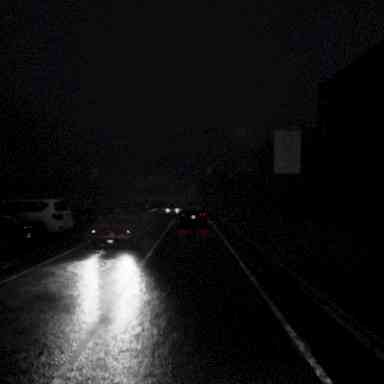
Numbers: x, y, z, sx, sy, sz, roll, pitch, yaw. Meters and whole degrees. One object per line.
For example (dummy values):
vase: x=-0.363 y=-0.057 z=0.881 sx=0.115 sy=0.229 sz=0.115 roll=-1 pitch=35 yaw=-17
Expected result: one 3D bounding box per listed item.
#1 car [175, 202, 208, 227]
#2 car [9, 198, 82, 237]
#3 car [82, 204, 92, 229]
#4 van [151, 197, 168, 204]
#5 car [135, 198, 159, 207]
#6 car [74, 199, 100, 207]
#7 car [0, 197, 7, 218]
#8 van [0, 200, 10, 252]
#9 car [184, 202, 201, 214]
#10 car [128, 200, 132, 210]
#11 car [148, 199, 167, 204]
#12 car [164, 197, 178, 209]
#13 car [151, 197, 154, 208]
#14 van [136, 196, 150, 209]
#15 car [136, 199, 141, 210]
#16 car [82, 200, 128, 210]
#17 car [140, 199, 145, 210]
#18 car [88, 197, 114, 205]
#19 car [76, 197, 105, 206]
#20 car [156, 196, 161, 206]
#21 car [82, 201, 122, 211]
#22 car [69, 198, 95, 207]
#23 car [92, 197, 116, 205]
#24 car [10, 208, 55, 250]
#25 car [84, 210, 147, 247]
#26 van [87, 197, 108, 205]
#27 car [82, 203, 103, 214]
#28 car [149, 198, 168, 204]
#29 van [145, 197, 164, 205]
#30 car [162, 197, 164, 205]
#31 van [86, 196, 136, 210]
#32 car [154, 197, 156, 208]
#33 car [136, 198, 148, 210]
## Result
car: x=0.094 y=1.732 z=24.564 sx=2.163 sy=1.488 sz=4.792 roll=0 pitch=-1 yaw=0
car: x=-8.891 y=1.369 z=16.835 sx=5.566 sy=2.045 sz=2.435 roll=0 pitch=-1 yaw=0
car: x=-8.863 y=1.647 z=19.640 sx=4.892 sy=1.521 sz=2.231 roll=0 pitch=-1 yaw=0
van: x=-9.098 y=2.265 z=92.521 sx=4.442 sy=1.987 sz=1.878 roll=0 pitch=0 yaw=0
car: x=-8.973 y=2.094 z=67.286 sx=4.553 sy=1.767 sz=2.185 roll=0 pitch=-1 yaw=0
car: x=-21.997 y=2.279 z=69.586 sx=4.792 sy=1.488 sz=2.163 roll=0 pitch=-1 yaw=0
car: x=-21.940 y=1.548 z=33.265 sx=5.566 sy=2.045 sz=2.435 roll=0 pitch=-1 yaw=0
van: x=-8.971 y=1.343 z=11.228 sx=4.442 sy=1.987 sz=1.878 roll=0 pitch=-1 yaw=0
car: x=0.091 y=1.982 z=42.238 sx=2.033 sy=1.411 sz=5.357 roll=0 pitch=-1 yaw=0
car: x=-8.918 y=1.832 z=33.647 sx=4.792 sy=1.488 sz=2.163 roll=0 pitch=-1 yaw=0
car: x=-8.970 y=2.489 z=86.909 sx=4.674 sy=1.452 sz=2.002 roll=0 pitch=-1 yaw=0
car: x=-3.308 y=2.105 z=58.012 sx=1.882 sy=1.535 sz=5.008 roll=0 pitch=-1 yaw=1
car: x=-8.889 y=1.920 z=53.271 sx=4.553 sy=1.767 sz=2.185 roll=0 pitch=-1 yaw=0
van: x=-8.795 y=1.750 z=47.666 sx=4.442 sy=1.987 sz=1.878 roll=0 pitch=-1 yaw=0
car: x=-8.869 y=1.901 z=39.254 sx=4.792 sy=1.488 sz=2.163 roll=0 pitch=-1 yaw=0
car: x=-9.070 y=1.765 z=30.845 sx=5.366 sy=1.575 sz=1.946 roll=0 pitch=-1 yaw=0
car: x=-8.873 y=1.936 z=42.057 sx=4.792 sy=1.488 sz=2.163 roll=0 pitch=-1 yaw=0
car: x=-22.071 y=2.136 z=80.691 sx=5.566 sy=2.045 sz=2.435 roll=0 pitch=-1 yaw=0
car: x=-22.059 y=2.033 z=72.365 sx=5.566 sy=2.045 sz=2.435 roll=0 pitch=-1 yaw=0
car: x=-8.900 y=1.864 z=58.879 sx=5.566 sy=2.045 sz=2.435 roll=0 pitch=-1 yaw=0
car: x=-8.875 y=1.734 z=28.045 sx=5.008 sy=1.535 sz=2.097 roll=0 pitch=-1 yaw=0
car: x=-22.052 y=2.090 z=66.811 sx=4.553 sy=1.767 sz=2.185 roll=0 pitch=-1 yaw=0
car: x=-22.019 y=2.165 z=83.468 sx=5.566 sy=2.045 sz=2.435 roll=0 pitch=-1 yaw=0
car: x=-8.853 y=1.595 z=14.029 sx=5.008 sy=1.535 sz=2.097 roll=0 pitch=-1 yaw=0
car: x=-3.353 y=1.745 z=15.904 sx=1.895 sy=1.301 sz=4.718 roll=0 pitch=-1 yaw=0
van: x=-22.155 y=2.127 z=77.915 sx=4.442 sy=1.987 sz=1.878 roll=0 pitch=-1 yaw=0
car: x=-8.842 y=1.703 z=22.437 sx=4.792 sy=1.488 sz=2.163 roll=0 pitch=-1 yaw=0
car: x=-9.007 y=2.503 z=89.717 sx=4.792 sy=1.488 sz=2.163 roll=0 pitch=0 yaw=0
van: x=-9.081 y=2.167 z=81.301 sx=4.442 sy=1.987 sz=1.878 roll=0 pitch=-1 yaw=0
car: x=-8.940 y=2.255 z=70.088 sx=4.892 sy=1.521 sz=2.231 roll=0 pitch=-1 yaw=0
van: x=-8.777 y=1.611 z=36.454 sx=4.442 sy=1.987 sz=1.878 roll=0 pitch=-1 yaw=0
car: x=-8.893 y=1.955 z=56.074 sx=4.553 sy=1.767 sz=2.185 roll=0 pitch=-1 yaw=0
car: x=-8.901 y=1.941 z=44.860 sx=5.008 sy=1.535 sz=2.097 roll=0 pitch=-1 yaw=0
